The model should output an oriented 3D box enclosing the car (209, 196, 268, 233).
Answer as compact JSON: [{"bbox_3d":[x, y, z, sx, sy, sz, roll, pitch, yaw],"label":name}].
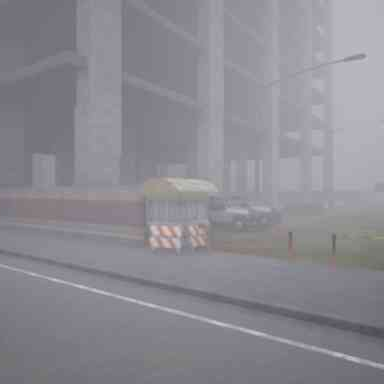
[{"bbox_3d":[1.891,1.171,18.586,3.866,1.878,1.905,0,0,36],"label":"car"}]

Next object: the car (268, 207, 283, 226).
[{"bbox_3d":[3.613,1.171,20.971,3.866,1.878,1.905,0,0,36],"label":"car"}]
